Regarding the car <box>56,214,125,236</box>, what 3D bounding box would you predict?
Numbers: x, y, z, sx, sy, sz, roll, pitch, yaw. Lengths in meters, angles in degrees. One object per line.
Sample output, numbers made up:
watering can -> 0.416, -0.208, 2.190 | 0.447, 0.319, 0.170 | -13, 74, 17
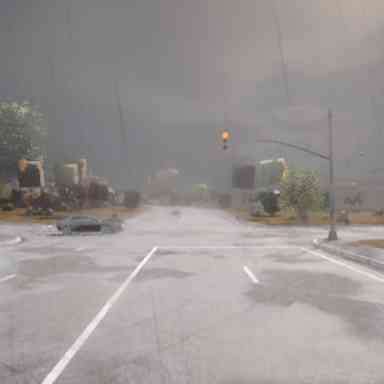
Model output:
car -> -7.393, 2.380, 24.365 | 4.902, 1.511, 2.128 | 0, -3, 4

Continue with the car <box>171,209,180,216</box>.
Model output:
car -> -3.492, 4.417, 71.883 | 2.033, 1.411, 5.357 | 0, -1, 0
